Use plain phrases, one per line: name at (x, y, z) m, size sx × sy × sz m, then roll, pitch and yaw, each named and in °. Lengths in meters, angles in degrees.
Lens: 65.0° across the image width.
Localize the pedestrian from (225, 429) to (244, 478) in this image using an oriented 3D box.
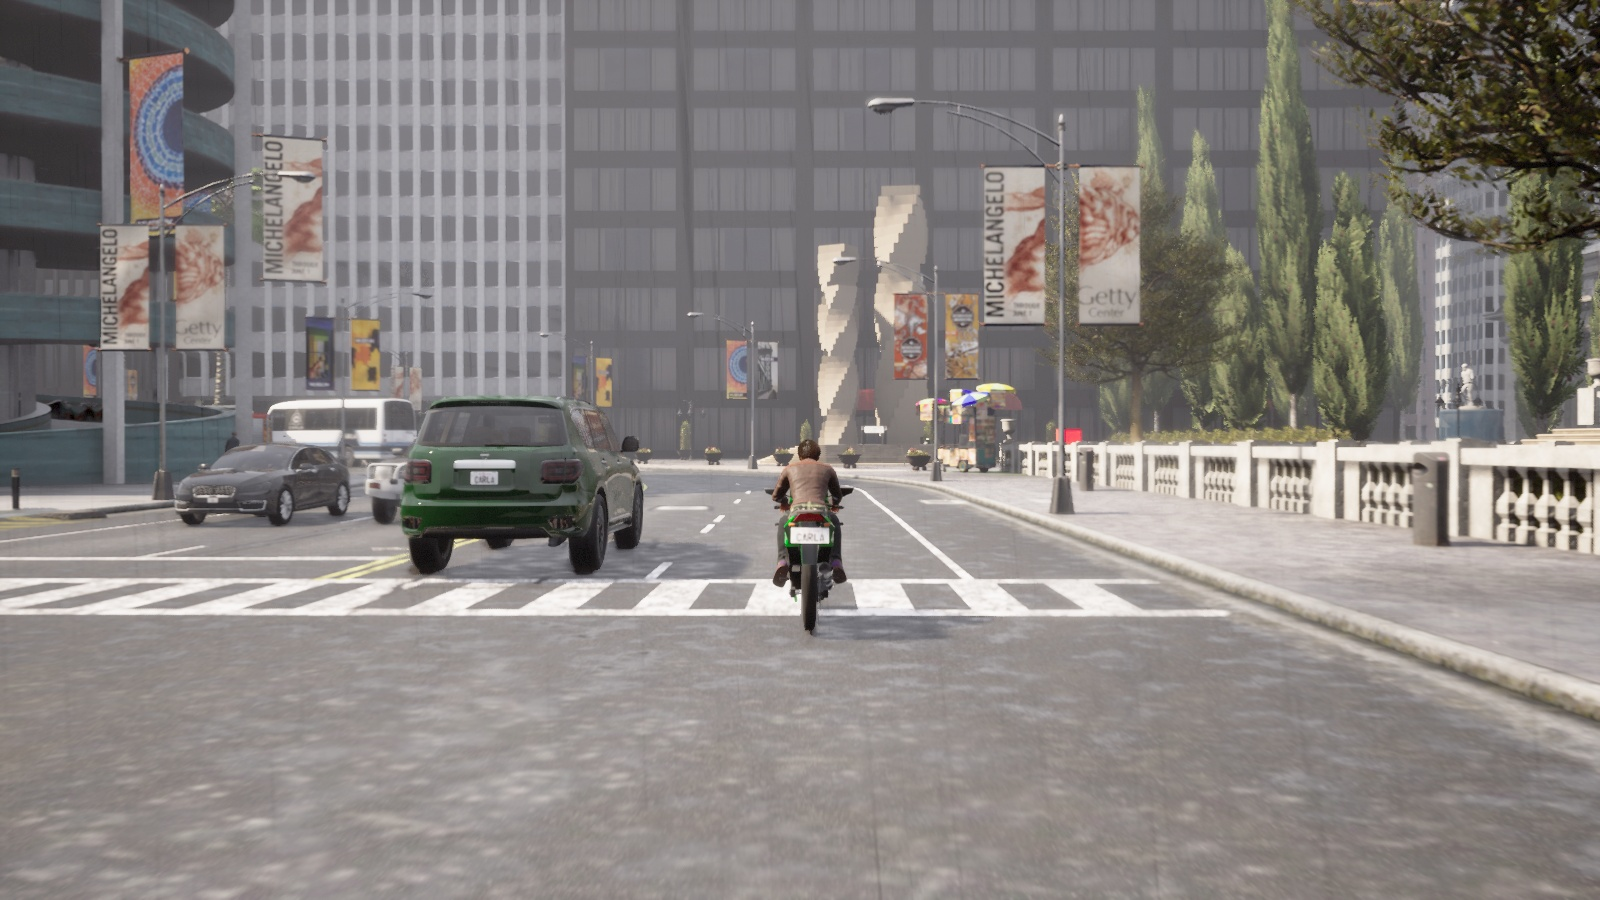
pedestrian at (-21.179, 0.121, 47.014) m, size 0.402 × 1.842 × 0.726 m, roll 0°, pitch 0°, yaw -4°

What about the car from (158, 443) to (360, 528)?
car at (-10.351, 0.605, 24.490) m, size 1.837 × 1.490 × 4.892 m, roll 0°, pitch 0°, yaw 0°

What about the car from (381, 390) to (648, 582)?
car at (-3.384, 0.372, 16.166) m, size 2.150 × 2.045 × 5.566 m, roll 0°, pitch 0°, yaw 0°

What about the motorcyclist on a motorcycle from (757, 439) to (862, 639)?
motorcyclist on a motorcycle at (0.075, 0.669, 10.557) m, size 0.797 × 1.523 × 2.044 m, roll 0°, pitch 0°, yaw 0°

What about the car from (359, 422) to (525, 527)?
car at (-6.850, 0.419, 24.555) m, size 1.932 × 1.855 × 4.605 m, roll 0°, pitch 0°, yaw 0°

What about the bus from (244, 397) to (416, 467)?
bus at (-29.839, -1.103, 79.705) m, size 10.273 × 4.253 × 3.944 m, roll 0°, pitch 0°, yaw 22°

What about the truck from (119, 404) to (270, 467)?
truck at (-37.626, -0.888, 78.068) m, size 8.468 × 3.827 × 2.891 m, roll 0°, pitch 0°, yaw 13°
